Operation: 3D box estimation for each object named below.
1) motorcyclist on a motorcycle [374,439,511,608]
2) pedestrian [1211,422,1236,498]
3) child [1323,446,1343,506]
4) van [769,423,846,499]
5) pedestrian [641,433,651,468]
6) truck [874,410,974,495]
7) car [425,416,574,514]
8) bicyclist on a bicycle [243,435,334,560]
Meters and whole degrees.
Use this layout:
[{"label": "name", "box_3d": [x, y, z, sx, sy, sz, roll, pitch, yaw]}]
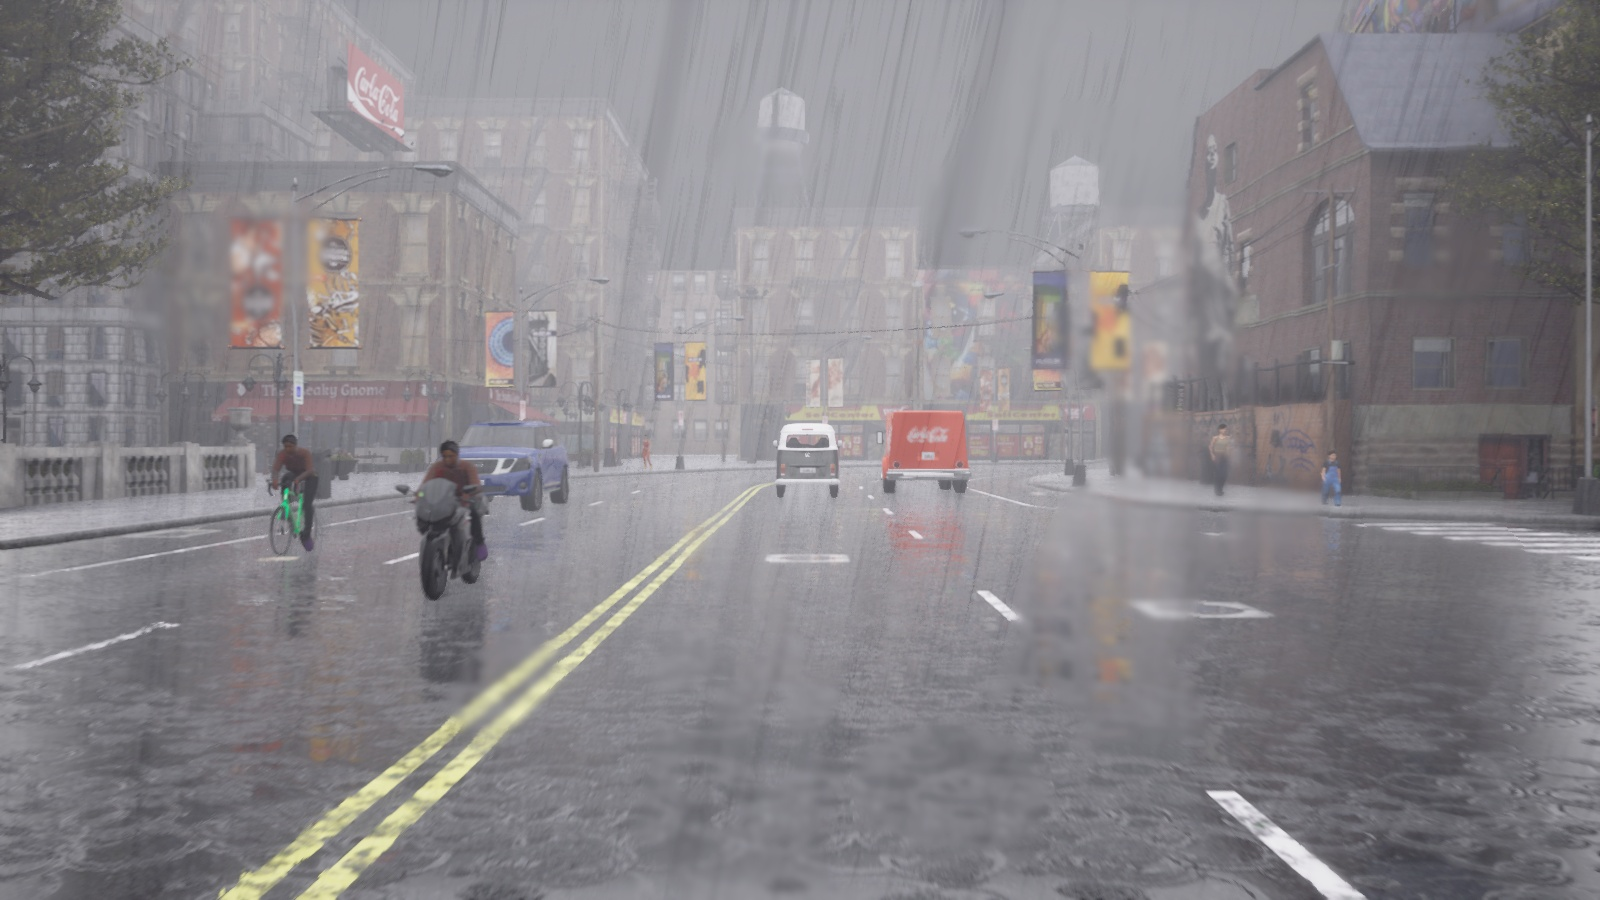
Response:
[{"label": "motorcyclist on a motorcycle", "box_3d": [-3.467, 0.659, 12.385, 0.797, 1.523, 2.044, 0, 0, -1]}, {"label": "pedestrian", "box_3d": [10.394, 0.246, 30.802, 0.345, 1.836, 0.594, 0, 0, -8]}, {"label": "child", "box_3d": [11.263, 0.550, 26.543, 0.270, 1.263, 0.437, 0, 0, 6]}, {"label": "van", "box_3d": [0.221, 0.277, 36.017, 2.069, 2.038, 4.480, 0, 0, 0]}, {"label": "pedestrian", "box_3d": [-8.148, 0.040, 66.417, 0.345, 1.836, 0.594, 0, 0, 17]}, {"label": "truck", "box_3d": [3.746, 0.054, 38.914, 2.627, 2.467, 5.204, 0, 0, 1]}, {"label": "car", "box_3d": [-6.826, 0.303, 29.186, 2.150, 2.045, 5.566, 0, 0, 0]}, {"label": "bicyclist on a bicycle", "box_3d": [-6.949, 0.602, 17.125, 0.582, 1.620, 1.656, 0, 1, -1]}]
